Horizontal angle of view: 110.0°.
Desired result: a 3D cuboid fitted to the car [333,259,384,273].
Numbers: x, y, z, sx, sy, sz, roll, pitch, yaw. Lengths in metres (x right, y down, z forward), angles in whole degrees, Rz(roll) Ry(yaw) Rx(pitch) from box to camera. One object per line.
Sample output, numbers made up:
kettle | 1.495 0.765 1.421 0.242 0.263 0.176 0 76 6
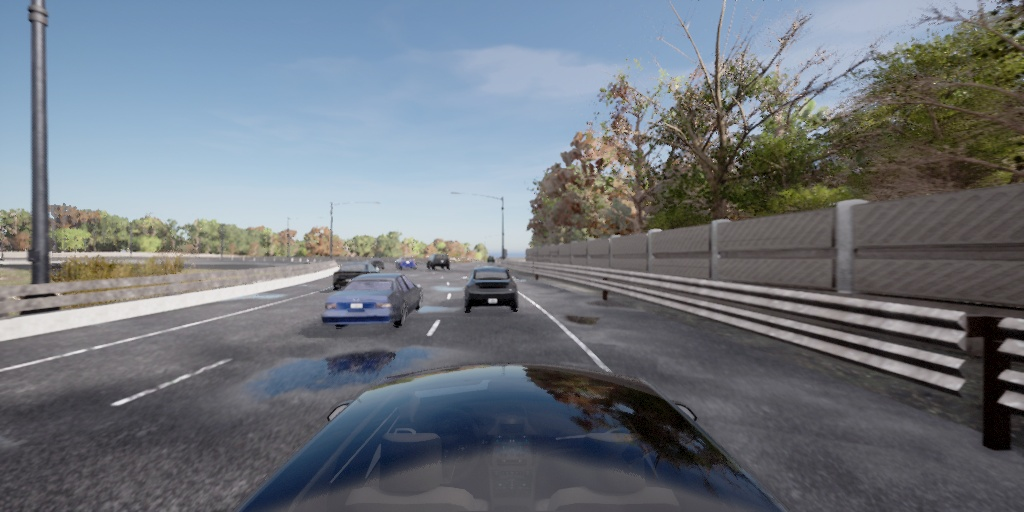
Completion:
car | -9.149 1.133 21.442 1.882 1.535 5.008 0 0 -11

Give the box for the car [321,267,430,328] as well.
car | -4.046 1.251 11.250 2.033 1.411 5.357 0 0 -6

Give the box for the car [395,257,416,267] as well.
car | -14.094 0.867 47.382 2.097 1.767 4.553 0 0 -25

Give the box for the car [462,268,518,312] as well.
car | -0.876 1.185 13.970 1.837 1.490 4.892 0 0 -6

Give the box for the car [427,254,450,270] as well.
car | -9.448 0.736 45.770 2.150 2.045 5.566 0 0 -23
